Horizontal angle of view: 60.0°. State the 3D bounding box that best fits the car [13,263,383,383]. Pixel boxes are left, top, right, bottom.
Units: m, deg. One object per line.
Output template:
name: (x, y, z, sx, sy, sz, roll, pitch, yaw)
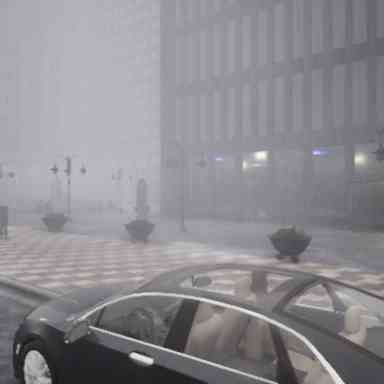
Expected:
car: (0.154, 1.480, 3.252, 4.892, 1.521, 2.231, 0, 0, 36)
